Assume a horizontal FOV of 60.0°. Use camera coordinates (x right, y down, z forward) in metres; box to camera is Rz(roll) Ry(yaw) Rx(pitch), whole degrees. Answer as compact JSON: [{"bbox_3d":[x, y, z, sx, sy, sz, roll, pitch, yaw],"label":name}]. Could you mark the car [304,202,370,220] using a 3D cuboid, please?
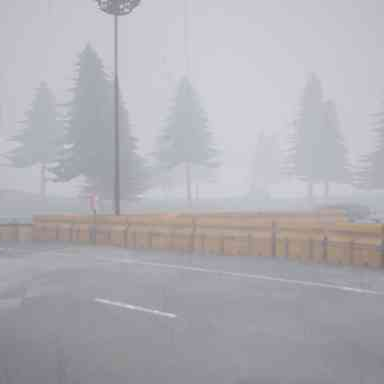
[{"bbox_3d":[8.928,1.531,22.300,4.892,1.490,1.837,0,0,-9],"label":"car"}]
